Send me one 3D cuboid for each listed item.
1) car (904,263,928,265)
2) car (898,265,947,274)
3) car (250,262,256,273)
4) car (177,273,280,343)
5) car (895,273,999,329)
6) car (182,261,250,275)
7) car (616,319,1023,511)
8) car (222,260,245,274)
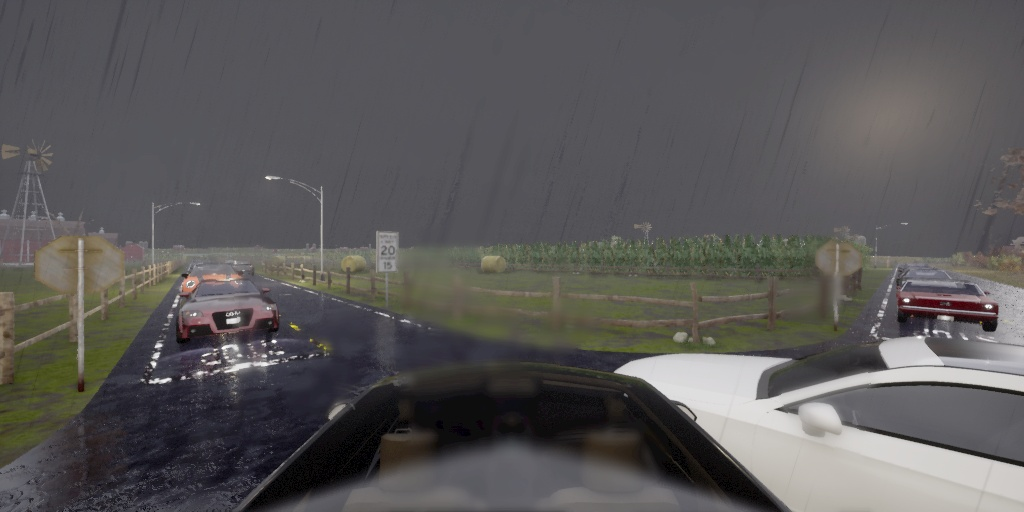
[{"bbox_3d":[27.416,1.391,24.144,4.181,1.385,1.994,0,1,-43],"label":"car"},{"bbox_3d":[20.644,1.355,17.909,5.357,1.411,2.033,0,1,-43],"label":"car"},{"bbox_3d":[-26.883,1.274,35.716,2.128,1.511,4.902,0,0,-41],"label":"car"},{"bbox_3d":[-7.914,1.353,9.950,1.994,1.385,4.181,0,0,-42],"label":"car"},{"bbox_3d":[13.548,1.393,11.365,4.718,1.301,1.895,0,1,-43],"label":"car"},{"bbox_3d":[-13.672,1.136,16.449,2.097,1.767,4.553,0,0,-42],"label":"car"},{"bbox_3d":[2.844,1.293,2.333,1.812,1.442,4.674,0,1,-44],"label":"car"},{"bbox_3d":[-33.583,1.293,43.193,1.837,1.490,4.892,0,0,-41],"label":"car"}]
